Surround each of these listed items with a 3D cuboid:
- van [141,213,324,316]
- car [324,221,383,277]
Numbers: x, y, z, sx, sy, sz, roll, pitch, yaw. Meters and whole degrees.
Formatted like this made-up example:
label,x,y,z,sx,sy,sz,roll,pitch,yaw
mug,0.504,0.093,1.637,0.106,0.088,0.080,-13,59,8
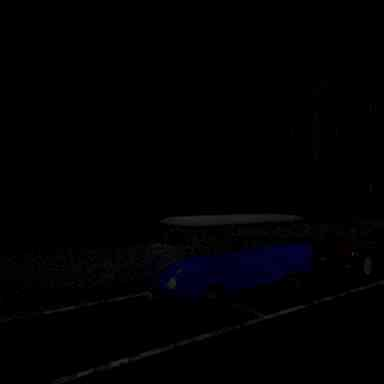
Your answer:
label,x,y,z,sx,sy,sz,roll,pitch,yaw
van,0.919,1.386,7.307,3.998,1.788,1.690,1,-1,-35
car,5.480,1.642,10.557,4.507,1.381,1.887,1,-1,-35
